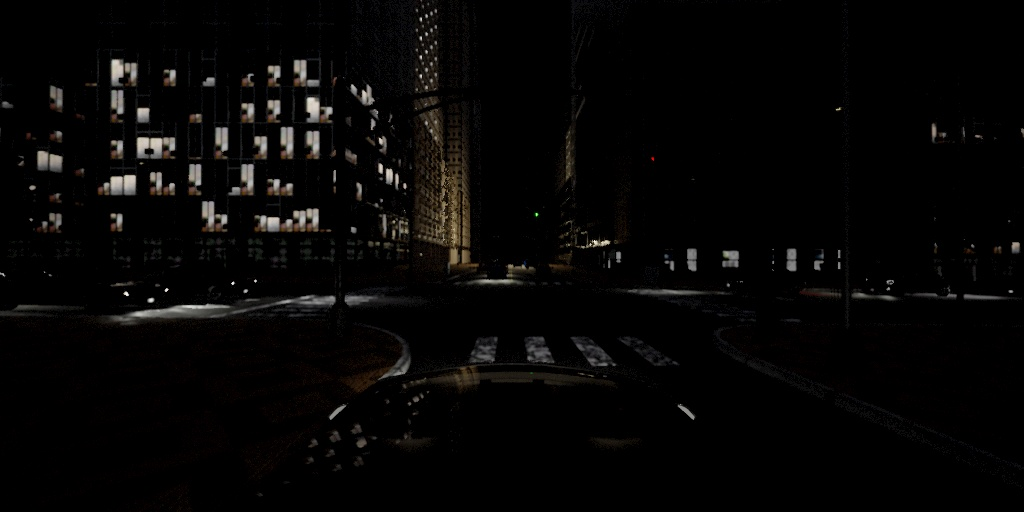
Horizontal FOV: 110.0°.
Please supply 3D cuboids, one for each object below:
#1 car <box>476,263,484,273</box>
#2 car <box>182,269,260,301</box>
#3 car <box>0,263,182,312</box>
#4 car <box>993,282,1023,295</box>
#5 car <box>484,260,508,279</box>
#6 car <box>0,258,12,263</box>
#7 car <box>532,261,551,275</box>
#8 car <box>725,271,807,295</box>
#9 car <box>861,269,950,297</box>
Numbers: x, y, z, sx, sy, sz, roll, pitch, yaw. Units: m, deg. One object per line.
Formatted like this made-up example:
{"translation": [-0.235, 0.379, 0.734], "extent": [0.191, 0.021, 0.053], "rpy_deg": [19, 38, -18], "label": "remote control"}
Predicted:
{"translation": [-4.048, 1.679, 50.584], "extent": [1.802, 1.307, 4.207], "rpy_deg": [0, 0, 0], "label": "car"}
{"translation": [-14.027, 1.215, 15.845], "extent": [4.718, 1.301, 1.895], "rpy_deg": [1, 0, -3], "label": "car"}
{"translation": [-15.302, 1.116, 12.564], "extent": [5.357, 1.411, 2.033], "rpy_deg": [1, 0, 0], "label": "car"}
{"translation": [36.735, 2.196, 24.915], "extent": [4.718, 1.301, 1.895], "rpy_deg": [1, 0, -3], "label": "car"}
{"translation": [-1.514, 1.485, 36.641], "extent": [1.882, 1.535, 5.008], "rpy_deg": [0, 0, 0], "label": "car"}
{"translation": [-22.932, 0.800, 15.434], "extent": [4.553, 1.767, 2.097], "rpy_deg": [1, 0, -3], "label": "car"}
{"translation": [3.907, 1.627, 45.095], "extent": [1.948, 1.339, 4.313], "rpy_deg": [0, 0, 0], "label": "car"}
{"translation": [16.875, 1.723, 23.998], "extent": [4.902, 1.511, 2.128], "rpy_deg": [1, 0, -3], "label": "car"}
{"translation": [26.720, 1.764, 24.456], "extent": [4.553, 1.767, 2.097], "rpy_deg": [1, 0, -3], "label": "car"}
